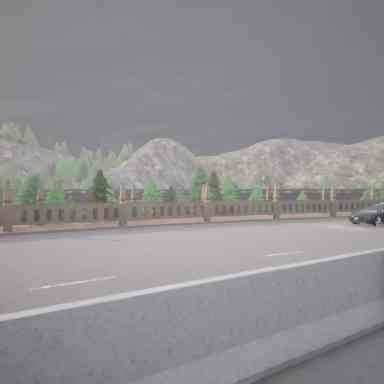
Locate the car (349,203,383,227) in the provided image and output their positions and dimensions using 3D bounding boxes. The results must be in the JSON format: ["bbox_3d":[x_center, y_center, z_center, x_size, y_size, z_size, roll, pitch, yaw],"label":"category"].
[{"bbox_3d":[12.903,1.504,22.559,4.892,1.490,1.837,0,0,-22],"label":"car"}]
